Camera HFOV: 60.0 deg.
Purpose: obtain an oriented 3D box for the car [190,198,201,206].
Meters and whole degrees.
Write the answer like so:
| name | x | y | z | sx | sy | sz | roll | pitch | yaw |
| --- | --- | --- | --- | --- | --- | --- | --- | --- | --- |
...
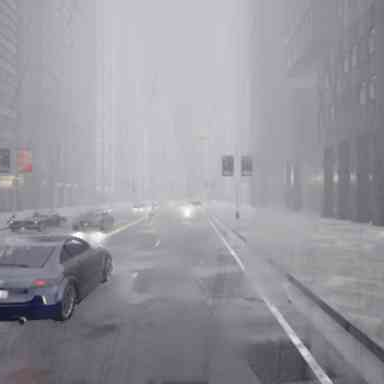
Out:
| name | x | y | z | sx | sy | sz | roll | pitch | yaw |
| --- | --- | --- | --- | --- | --- | --- | --- | --- | --- |
| car | 1.106 | 2.452 | 77.255 | 1.882 | 1.535 | 5.008 | 0 | -1 | 0 |

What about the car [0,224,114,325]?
| name | x | y | z | sx | sy | sz | roll | pitch | yaw |
| --- | --- | --- | --- | --- | --- | --- | --- | --- | --- |
| car | -3.161 | 1.659 | 7.428 | 1.994 | 1.385 | 4.181 | 0 | -1 | 0 |

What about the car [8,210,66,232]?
| name | x | y | z | sx | sy | sz | roll | pitch | yaw |
| --- | --- | --- | --- | --- | --- | --- | --- | --- | --- |
| car | -9.858 | 1.872 | 21.600 | 1.895 | 1.301 | 4.718 | 0 | -1 | 0 |

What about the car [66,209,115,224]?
| name | x | y | z | sx | sy | sz | roll | pitch | yaw |
| --- | --- | --- | --- | --- | --- | --- | --- | --- | --- |
| car | -6.608 | 1.848 | 22.653 | 1.994 | 1.385 | 4.181 | 0 | -1 | 0 |

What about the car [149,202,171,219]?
| name | x | y | z | sx | sy | sz | roll | pitch | yaw |
| --- | --- | --- | --- | --- | --- | --- | --- | --- | --- |
| car | -3.163 | 2.023 | 33.754 | 1.895 | 1.301 | 4.718 | 0 | -1 | 0 |

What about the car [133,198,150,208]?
| name | x | y | z | sx | sy | sz | roll | pitch | yaw |
| --- | --- | --- | --- | --- | --- | --- | --- | --- | --- |
| car | -9.795 | 2.279 | 62.552 | 2.128 | 1.511 | 4.902 | 0 | -1 | 1 |

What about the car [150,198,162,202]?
| name | x | y | z | sx | sy | sz | roll | pitch | yaw |
| --- | --- | --- | --- | --- | --- | --- | --- | --- | --- |
| car | -6.543 | 2.289 | 63.384 | 2.128 | 1.511 | 4.902 | 0 | -1 | 0 |
